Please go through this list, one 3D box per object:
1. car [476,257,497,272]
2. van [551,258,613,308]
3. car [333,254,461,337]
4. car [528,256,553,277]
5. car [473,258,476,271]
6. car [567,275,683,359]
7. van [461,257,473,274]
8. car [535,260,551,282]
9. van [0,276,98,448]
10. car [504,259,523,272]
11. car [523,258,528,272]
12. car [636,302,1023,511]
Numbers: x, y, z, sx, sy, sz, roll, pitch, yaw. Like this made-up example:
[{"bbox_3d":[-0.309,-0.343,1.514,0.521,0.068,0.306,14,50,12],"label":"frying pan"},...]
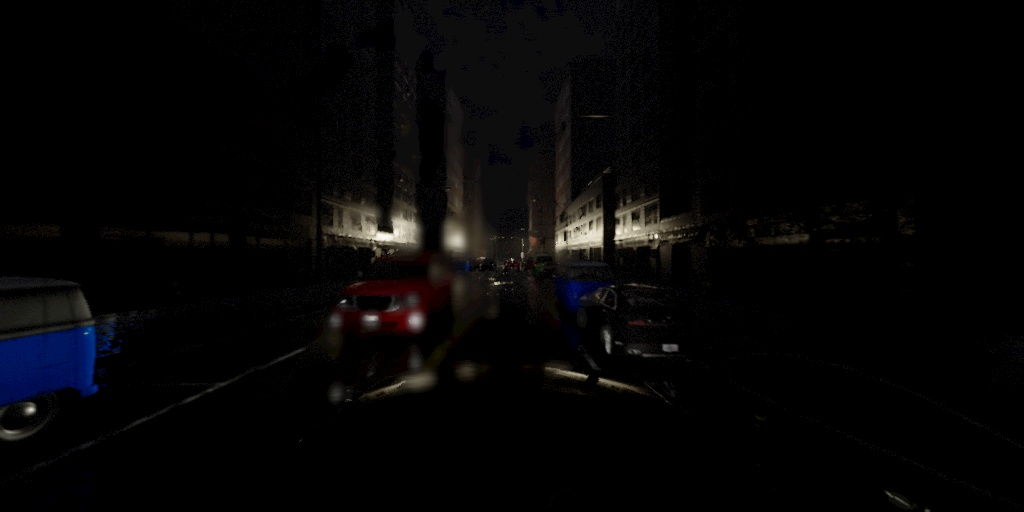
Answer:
[{"bbox_3d":[-3.071,1.135,46.394,2.097,1.767,4.553,0,0,0],"label":"car"},{"bbox_3d":[2.670,1.106,13.805,1.690,1.789,3.998,0,0,0],"label":"van"},{"bbox_3d":[-3.080,0.975,10.674,2.150,2.045,5.566,0,1,0],"label":"car"},{"bbox_3d":[3.112,1.000,35.734,2.150,2.045,5.566,0,0,0],"label":"car"},{"bbox_3d":[-5.850,1.351,47.311,1.948,1.339,4.313,0,0,0],"label":"car"},{"bbox_3d":[2.669,1.309,8.220,2.007,1.370,4.403,0,0,0],"label":"car"},{"bbox_3d":[-5.851,1.123,41.725,1.690,1.789,3.998,0,0,0],"label":"van"},{"bbox_3d":[3.153,1.301,28.703,1.812,1.442,4.674,0,0,0],"label":"car"},{"bbox_3d":[-5.857,1.093,2.620,1.690,1.789,3.998,0,0,0],"label":"van"},{"bbox_3d":[0.013,1.277,46.501,2.128,1.511,4.902,0,0,0],"label":"car"},{"bbox_3d":[2.675,1.099,47.316,2.192,1.841,5.009,0,0,0],"label":"car"},{"bbox_3d":[2.668,1.317,2.634,1.948,1.339,4.313,0,0,0],"label":"car"}]
